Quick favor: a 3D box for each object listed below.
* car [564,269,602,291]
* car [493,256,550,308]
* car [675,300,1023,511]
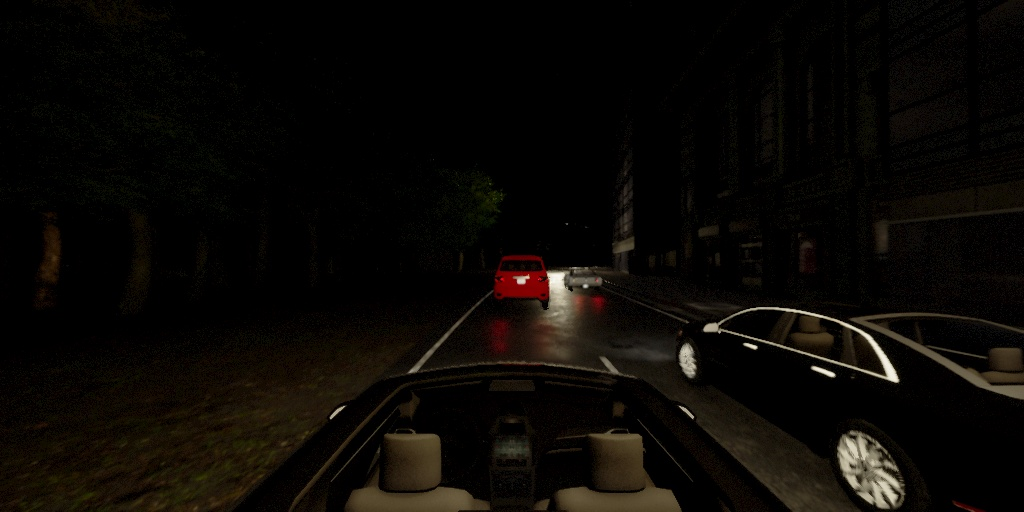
[{"bbox_3d":[4.321,1.442,22.597,1.895,1.301,4.718,0,0,4],"label":"car"},{"bbox_3d":[0.438,1.018,15.565,2.150,2.045,5.566,0,0,2],"label":"car"},{"bbox_3d":[3.654,1.266,4.148,1.837,1.490,4.892,0,0,1],"label":"car"}]
